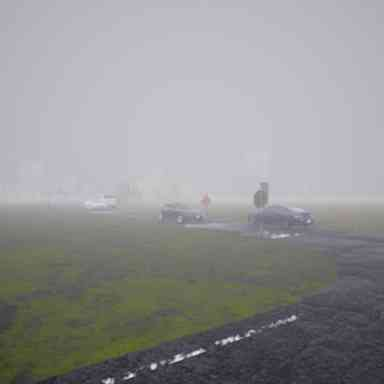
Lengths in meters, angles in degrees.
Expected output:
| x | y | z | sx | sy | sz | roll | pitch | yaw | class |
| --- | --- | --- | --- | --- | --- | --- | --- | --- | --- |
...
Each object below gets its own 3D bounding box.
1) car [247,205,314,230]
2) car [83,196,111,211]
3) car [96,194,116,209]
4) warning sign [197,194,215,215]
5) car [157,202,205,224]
| x | y | z | sx | sy | sz | roll | pitch | yaw | class |
| --- | --- | --- | --- | --- | --- | --- | --- | --- | --- |
| 5.579 | 1.548 | 21.461 | 1.812 | 1.442 | 4.674 | 0 | 0 | -34 | car |
| -12.302 | 1.631 | 41.939 | 1.812 | 1.442 | 4.674 | 0 | 0 | -35 | car |
| -12.687 | 1.338 | 47.502 | 2.150 | 2.045 | 5.566 | 0 | 0 | -34 | car |
| 1.326 | 1.165 | 31.663 | 1.300 | 1.860 | 1.060 | 0 | 0 | -35 | warning sign |
| -0.973 | 1.552 | 25.695 | 1.837 | 1.490 | 4.892 | 0 | 0 | -35 | car |
